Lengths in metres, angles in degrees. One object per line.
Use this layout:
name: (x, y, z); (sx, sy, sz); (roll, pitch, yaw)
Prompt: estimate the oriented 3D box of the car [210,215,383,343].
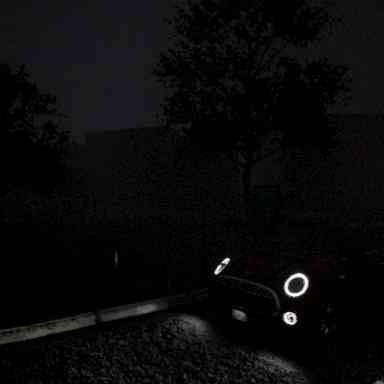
car: (2.523, 1.381, 6.650); (4.553, 1.767, 2.097); (1, -1, -38)
